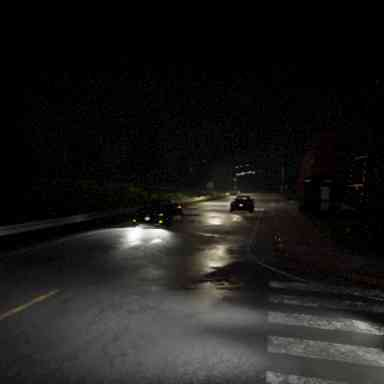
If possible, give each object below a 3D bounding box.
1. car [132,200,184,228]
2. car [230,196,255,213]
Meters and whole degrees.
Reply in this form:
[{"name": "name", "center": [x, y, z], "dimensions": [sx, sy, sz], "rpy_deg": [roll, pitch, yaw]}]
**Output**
[{"name": "car", "center": [-1.808, 1.135, 18.852], "dimensions": [1.994, 1.385, 4.181], "rpy_deg": [1, 1, 13]}, {"name": "car", "center": [4.532, 1.043, 29.488], "dimensions": [1.994, 1.385, 4.181], "rpy_deg": [1, 1, 13]}]
